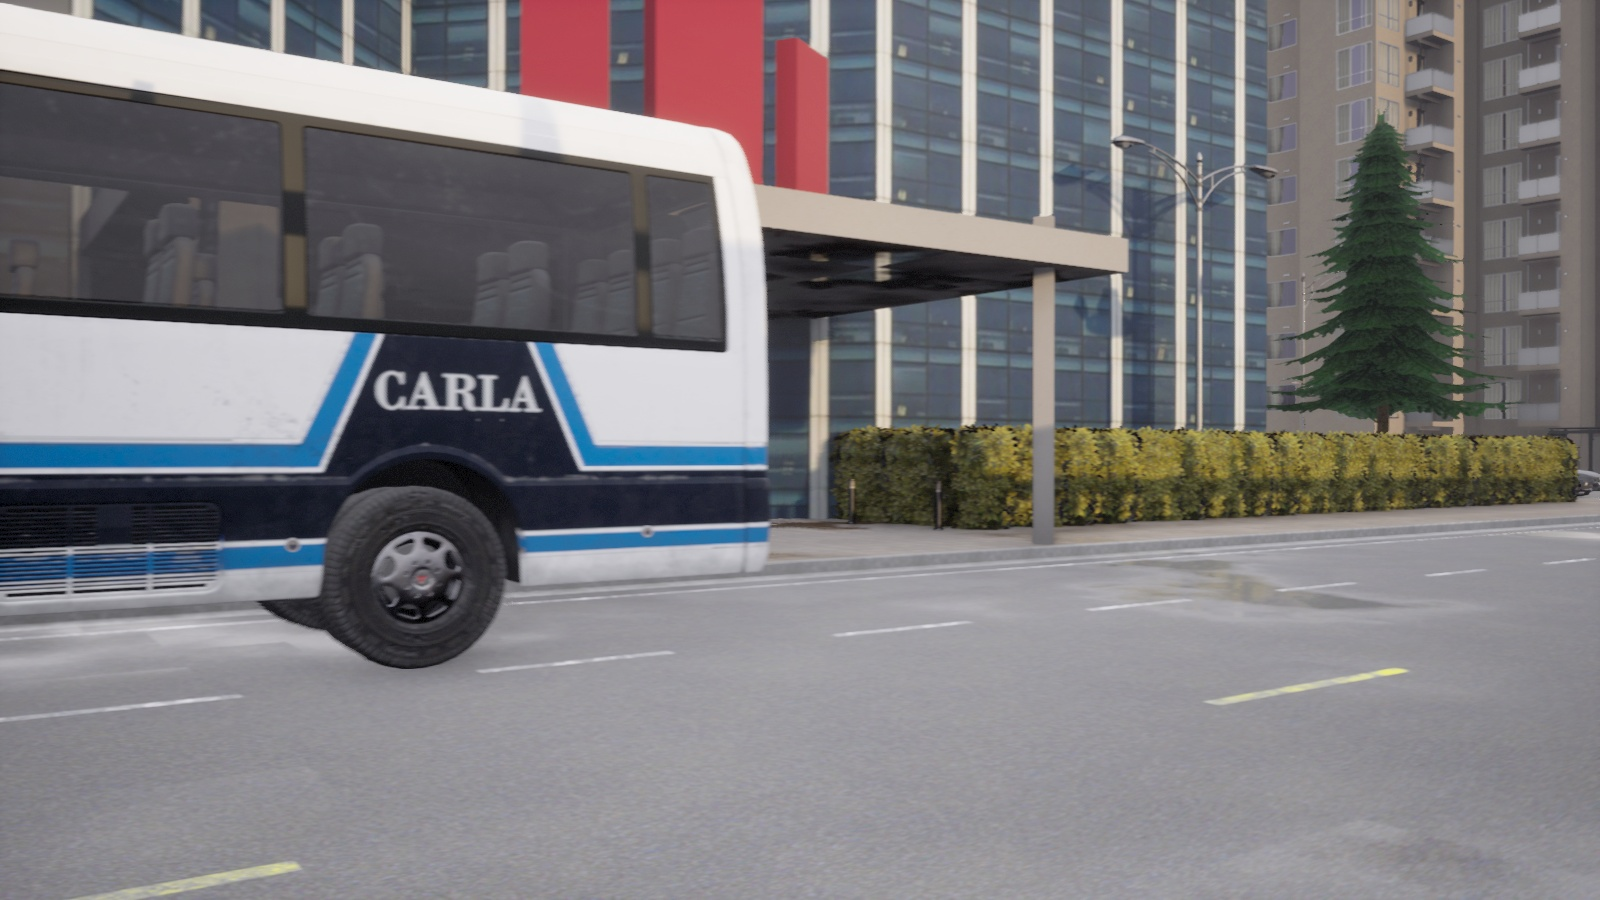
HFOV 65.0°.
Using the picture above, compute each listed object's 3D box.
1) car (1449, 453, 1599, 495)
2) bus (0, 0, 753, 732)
[{"bbox_3d":[27.274,0.863,47.088,1.837,1.490,4.892,0,0,-35],"label":"car"},{"bbox_3d":[-5.706,-0.599,8.221,10.273,4.253,3.944,0,0,-35],"label":"bus"}]
